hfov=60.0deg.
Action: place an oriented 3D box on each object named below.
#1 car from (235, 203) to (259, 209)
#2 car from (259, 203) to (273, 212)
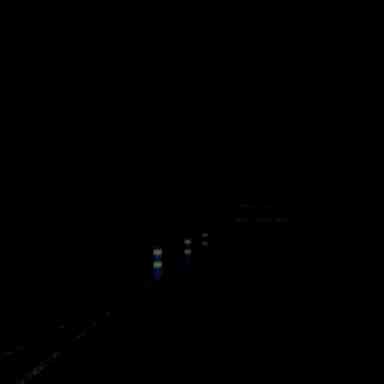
[{"bbox_3d":[15.417,4.185,93.094,5.366,1.575,1.946,0,-3,16],"label":"car"},{"bbox_3d":[15.734,3.187,69.637,2.097,1.767,4.553,0,-2,16],"label":"car"}]
